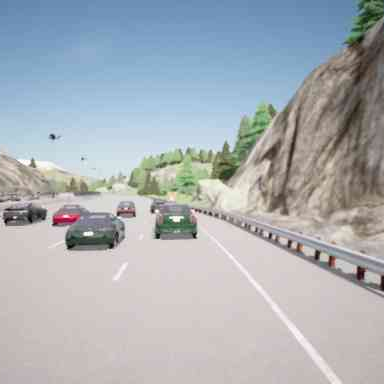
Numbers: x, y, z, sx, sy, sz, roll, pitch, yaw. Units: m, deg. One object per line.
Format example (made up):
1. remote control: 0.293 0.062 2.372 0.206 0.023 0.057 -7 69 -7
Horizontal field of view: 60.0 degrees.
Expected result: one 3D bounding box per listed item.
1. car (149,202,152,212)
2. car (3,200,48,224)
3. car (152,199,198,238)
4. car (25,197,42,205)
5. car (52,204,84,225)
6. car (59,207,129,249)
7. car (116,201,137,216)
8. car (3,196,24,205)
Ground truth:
1. car: -3.607 1.512 36.611 2.128 1.511 4.902 0 0 -10
2. car: -12.312 1.527 24.876 2.128 1.511 4.902 0 0 -8
3. car: -0.924 1.360 17.983 2.097 1.767 4.553 0 0 -5
4. car: -30.164 1.612 63.315 1.812 1.442 4.674 0 0 -11
5. car: -8.691 1.591 24.224 1.994 1.385 4.181 0 0 -8
6. car: -4.153 1.578 14.815 1.994 1.385 4.181 0 0 -5
7. car: -6.397 1.573 32.506 2.033 1.411 5.357 0 0 -10
8. car: -33.601 1.620 62.654 2.128 1.511 4.902 0 0 -11
